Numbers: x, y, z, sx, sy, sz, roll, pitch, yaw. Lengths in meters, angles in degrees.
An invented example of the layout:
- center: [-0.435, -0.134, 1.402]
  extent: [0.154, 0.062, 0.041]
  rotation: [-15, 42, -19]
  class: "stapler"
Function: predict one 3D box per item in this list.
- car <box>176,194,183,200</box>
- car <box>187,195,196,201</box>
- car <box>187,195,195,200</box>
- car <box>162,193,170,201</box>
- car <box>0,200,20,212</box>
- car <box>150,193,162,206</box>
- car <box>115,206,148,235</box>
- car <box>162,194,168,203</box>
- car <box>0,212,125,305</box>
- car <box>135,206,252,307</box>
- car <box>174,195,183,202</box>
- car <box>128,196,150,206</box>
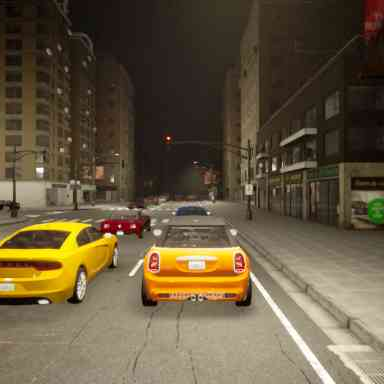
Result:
- center: [-3.432, 1.421, 90.794]
  extent: [1.882, 1.535, 5.008]
  rotation: [0, 0, 0]
  class: "car"
- center: [-0.161, 1.399, 80.765]
  extent: [2.097, 1.767, 4.553]
  rotation: [0, 0, 0]
  class: "car"
- center: [-0.182, 1.483, 90.800]
  extent: [2.033, 1.411, 5.357]
  rotation: [0, 0, 0]
  class: "car"
- center: [-6.662, 1.271, 80.833]
  extent: [2.150, 2.045, 5.566]
  rotation: [0, 0, 0]
  class: "car"
- center: [-22.226, 1.596, 38.513]
  extent: [4.313, 1.339, 1.947]
  rotation: [0, 0, 0]
  class: "car"
- center: [-6.698, 1.378, 55.548]
  extent: [2.097, 1.767, 4.553]
  rotation: [0, 0, 0]
  class: "car"
- center: [-3.284, 1.603, 17.430]
  extent: [1.895, 1.301, 4.718]
  rotation: [0, 0, 0]
  class: "car"
- center: [-6.639, 1.635, 69.203]
  extent: [1.895, 1.301, 4.718]
  rotation: [0, 0, 0]
  class: "car"
- center: [-3.165, 1.478, 8.173]
  extent: [1.882, 1.535, 5.008]
  rotation: [0, 0, 0]
  class: "car"
- center: [0.084, 1.353, 8.164]
  extent: [2.097, 1.767, 4.553]
  rotation: [0, 0, 0]
  class: "car"
- center: [-3.410, 1.543, 80.372]
  extent: [1.837, 1.490, 4.892]
  rotation: [0, 0, 0]
  class: "car"
- center: [-6.682, 1.538, 41.260]
  extent: [1.812, 1.442, 4.674]
  rotation: [0, 0, 0]
  class: "car"
